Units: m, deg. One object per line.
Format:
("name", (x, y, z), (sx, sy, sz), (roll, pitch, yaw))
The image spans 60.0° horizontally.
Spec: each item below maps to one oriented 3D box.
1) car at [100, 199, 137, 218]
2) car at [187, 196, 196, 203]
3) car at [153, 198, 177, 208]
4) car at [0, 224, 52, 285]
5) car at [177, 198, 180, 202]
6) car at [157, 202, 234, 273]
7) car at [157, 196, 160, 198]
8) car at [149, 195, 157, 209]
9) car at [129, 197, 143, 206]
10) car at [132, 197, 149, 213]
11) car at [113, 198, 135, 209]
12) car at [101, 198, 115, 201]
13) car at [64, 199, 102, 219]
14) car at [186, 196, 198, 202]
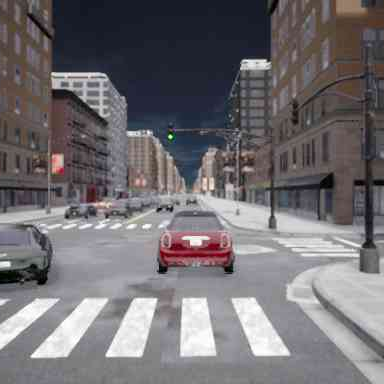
("car", (-6.597, 1.634, 30.459), (1.994, 1.385, 4.181), (0, 0, 0))
("car", (-0.004, 1.544, 69.411), (1.812, 1.442, 4.674), (0, 0, 0))
("car", (-3.153, 1.691, 40.223), (1.895, 1.301, 4.718), (0, 0, 0))
("car", (-5.039, 1.584, 9.246), (1.994, 1.385, 4.181), (0, 0, -24))
("car", (-3.240, 1.696, 60.716), (1.994, 1.385, 4.181), (0, 0, 0))
("car", (0.100, 1.377, 10.956), (2.097, 1.767, 4.553), (0, 0, 0))
("car", (-6.503, 1.477, 57.804), (2.097, 1.767, 4.553), (0, 0, 0))
("car", (-6.533, 1.610, 47.655), (1.837, 1.490, 4.892), (0, 0, 1))
("car", (-9.753, 1.651, 58.190), (1.812, 1.442, 4.674), (0, 0, 0))
("car", (-6.583, 1.651, 38.857), (1.994, 1.385, 4.181), (0, 0, 0))
("car", (-9.774, 1.653, 47.935), (2.033, 1.411, 5.357), (0, 0, 1))
("car", (-9.837, 1.438, 38.438), (2.097, 1.767, 4.553), (0, 0, 0))
("car", (-9.852, 1.632, 29.838), (1.994, 1.385, 4.181), (0, 0, 0))
("car", (-0.003, 1.481, 59.378), (2.097, 1.767, 4.553), (0, 0, 0))
